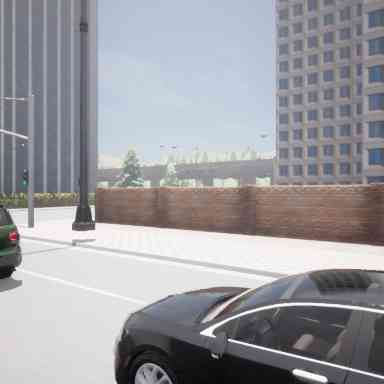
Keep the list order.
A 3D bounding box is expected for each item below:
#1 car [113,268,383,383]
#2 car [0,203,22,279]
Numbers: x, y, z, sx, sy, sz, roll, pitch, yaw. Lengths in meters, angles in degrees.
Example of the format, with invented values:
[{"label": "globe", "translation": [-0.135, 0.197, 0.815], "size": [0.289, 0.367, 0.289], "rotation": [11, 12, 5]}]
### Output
[{"label": "car", "translation": [1.368, 1.505, 3.016], "size": [4.892, 1.490, 1.837], "rotation": [0, 0, 35]}, {"label": "car", "translation": [-6.715, 1.221, 8.752], "size": [5.566, 2.045, 2.150], "rotation": [0, 0, 35]}]
